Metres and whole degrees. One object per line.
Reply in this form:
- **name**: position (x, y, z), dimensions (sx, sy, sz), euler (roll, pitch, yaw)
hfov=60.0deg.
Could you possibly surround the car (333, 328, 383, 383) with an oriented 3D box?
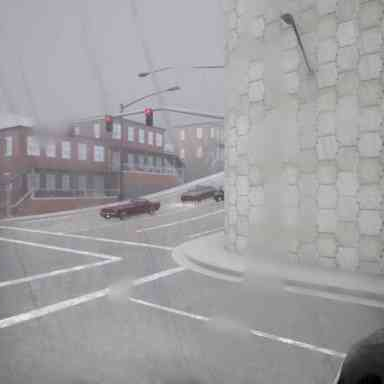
- **car**: position (3.318, 1.492, 1.597), dimensions (4.902, 1.511, 2.128), euler (0, 0, 36)

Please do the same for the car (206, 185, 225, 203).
- **car**: position (3.734, -0.001, 30.027), dimensions (2.128, 1.511, 4.902), euler (0, 9, 35)

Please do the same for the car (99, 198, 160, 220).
- **car**: position (-4.550, 1.187, 24.722), dimensions (1.895, 1.301, 4.718), euler (0, 5, 35)

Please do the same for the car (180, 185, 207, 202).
- **car**: position (0.684, 0.078, 32.106), dimensions (1.994, 1.385, 4.181), euler (0, 9, 36)
